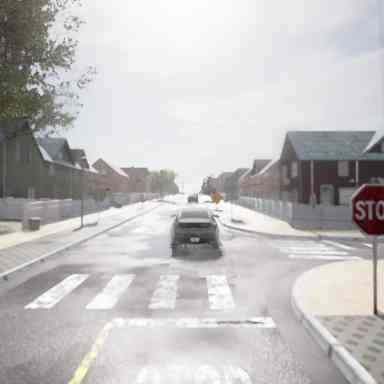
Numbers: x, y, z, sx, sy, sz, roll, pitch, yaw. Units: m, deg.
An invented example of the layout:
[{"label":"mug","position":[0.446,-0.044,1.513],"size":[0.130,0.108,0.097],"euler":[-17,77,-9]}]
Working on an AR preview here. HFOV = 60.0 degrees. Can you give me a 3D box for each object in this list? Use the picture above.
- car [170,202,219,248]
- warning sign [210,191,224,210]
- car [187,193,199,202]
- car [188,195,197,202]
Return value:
[{"label":"car","position":[0.113,1.409,14.201],"size":[1.837,1.490,4.892],"euler":[0,1,0]},{"label":"warning sign","position":[2.550,0.902,33.941],"size":[1.300,1.860,1.060],"euler":[-2,-1,0]},{"label":"car","position":[0.152,1.143,57.267],"size":[1.882,1.535,5.008],"euler":[0,0,0]},{"label":"car","position":[0.116,1.222,67.157],"size":[1.895,1.301,4.718],"euler":[0,0,0]}]
